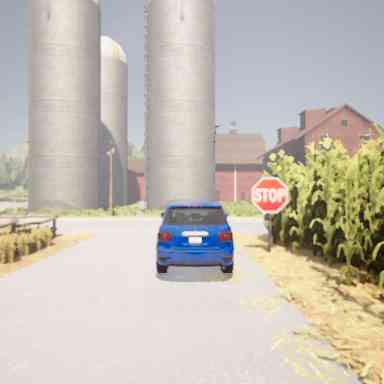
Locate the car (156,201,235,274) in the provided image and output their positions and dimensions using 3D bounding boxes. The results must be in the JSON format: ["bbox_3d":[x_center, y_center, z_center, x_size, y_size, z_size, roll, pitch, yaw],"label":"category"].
[{"bbox_3d":[0.089,1.296,10.990,2.150,2.045,5.566,0,0,0],"label":"car"}]

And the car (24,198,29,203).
[{"bbox_3d":[-37.085,1.776,77.685,3.866,1.878,1.905,0,0,0],"label":"car"}]
